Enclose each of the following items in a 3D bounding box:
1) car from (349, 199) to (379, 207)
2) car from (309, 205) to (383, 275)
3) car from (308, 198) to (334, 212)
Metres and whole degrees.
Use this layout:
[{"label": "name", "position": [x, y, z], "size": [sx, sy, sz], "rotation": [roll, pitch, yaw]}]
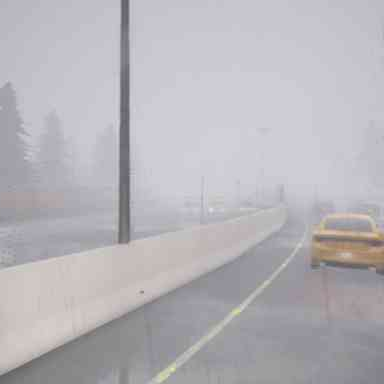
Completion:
[{"label": "car", "position": [15.032, 1.356, 29.241], "size": [1.812, 1.442, 4.674], "rotation": [0, 0, 14]}, {"label": "car", "position": [4.914, 1.414, 10.524], "size": [1.882, 1.535, 5.008], "rotation": [1, 1, 25]}, {"label": "car", "position": [11.619, 1.303, 29.961], "size": [2.128, 1.511, 4.902], "rotation": [0, 0, 14]}]
